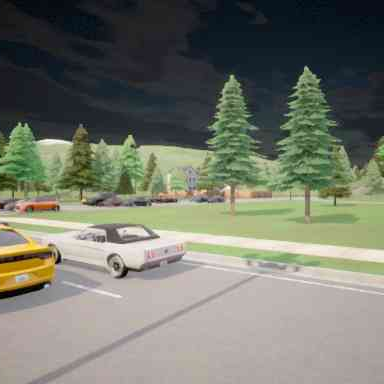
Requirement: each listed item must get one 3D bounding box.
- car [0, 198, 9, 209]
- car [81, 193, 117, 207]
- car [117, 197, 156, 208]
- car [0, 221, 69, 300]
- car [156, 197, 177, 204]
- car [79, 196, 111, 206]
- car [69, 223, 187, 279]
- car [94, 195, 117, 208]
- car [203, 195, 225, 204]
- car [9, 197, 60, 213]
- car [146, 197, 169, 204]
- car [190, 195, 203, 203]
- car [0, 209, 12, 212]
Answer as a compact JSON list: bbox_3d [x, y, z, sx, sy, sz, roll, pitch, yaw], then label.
[{"bbox_3d":[-19.246,1.523,38.757,1.812,1.442,4.674,0,0,36],"label":"car"},{"bbox_3d":[-13.998,1.214,51.876,2.150,2.045,5.566,0,1,36],"label":"car"},{"bbox_3d":[-7.987,1.502,48.250,1.837,1.490,4.892,0,0,36],"label":"car"},{"bbox_3d":[-5.235,1.477,7.708,5.008,1.535,1.882,0,0,35],"label":"car"},{"bbox_3d":[-5.019,1.597,64.119,1.895,1.301,4.718,0,0,37],"label":"car"},{"bbox_3d":[-15.992,1.474,55.081,1.882,1.535,5.008,0,0,36],"label":"car"},{"bbox_3d":[-2.553,1.600,10.098,4.718,1.301,1.895,0,0,35],"label":"car"},{"bbox_3d":[-11.776,1.560,48.993,1.994,1.385,4.181,0,0,36],"label":"car"},{"bbox_3d":[4.760,1.505,65.597,1.837,1.490,4.892,0,-1,37],"label":"car"},{"bbox_3d":[-16.794,1.351,36.166,2.097,1.767,4.553,0,0,36],"label":"car"},{"bbox_3d":[-6.974,1.597,67.319,1.895,1.301,4.718,0,0,37],"label":"car"},{"bbox_3d":[1.570,1.348,67.172,2.097,1.767,4.553,0,0,37],"label":"car"},{"bbox_3d":[-10.861,1.599,16.006,4.718,1.301,1.895,0,0,35],"label":"car"}]
